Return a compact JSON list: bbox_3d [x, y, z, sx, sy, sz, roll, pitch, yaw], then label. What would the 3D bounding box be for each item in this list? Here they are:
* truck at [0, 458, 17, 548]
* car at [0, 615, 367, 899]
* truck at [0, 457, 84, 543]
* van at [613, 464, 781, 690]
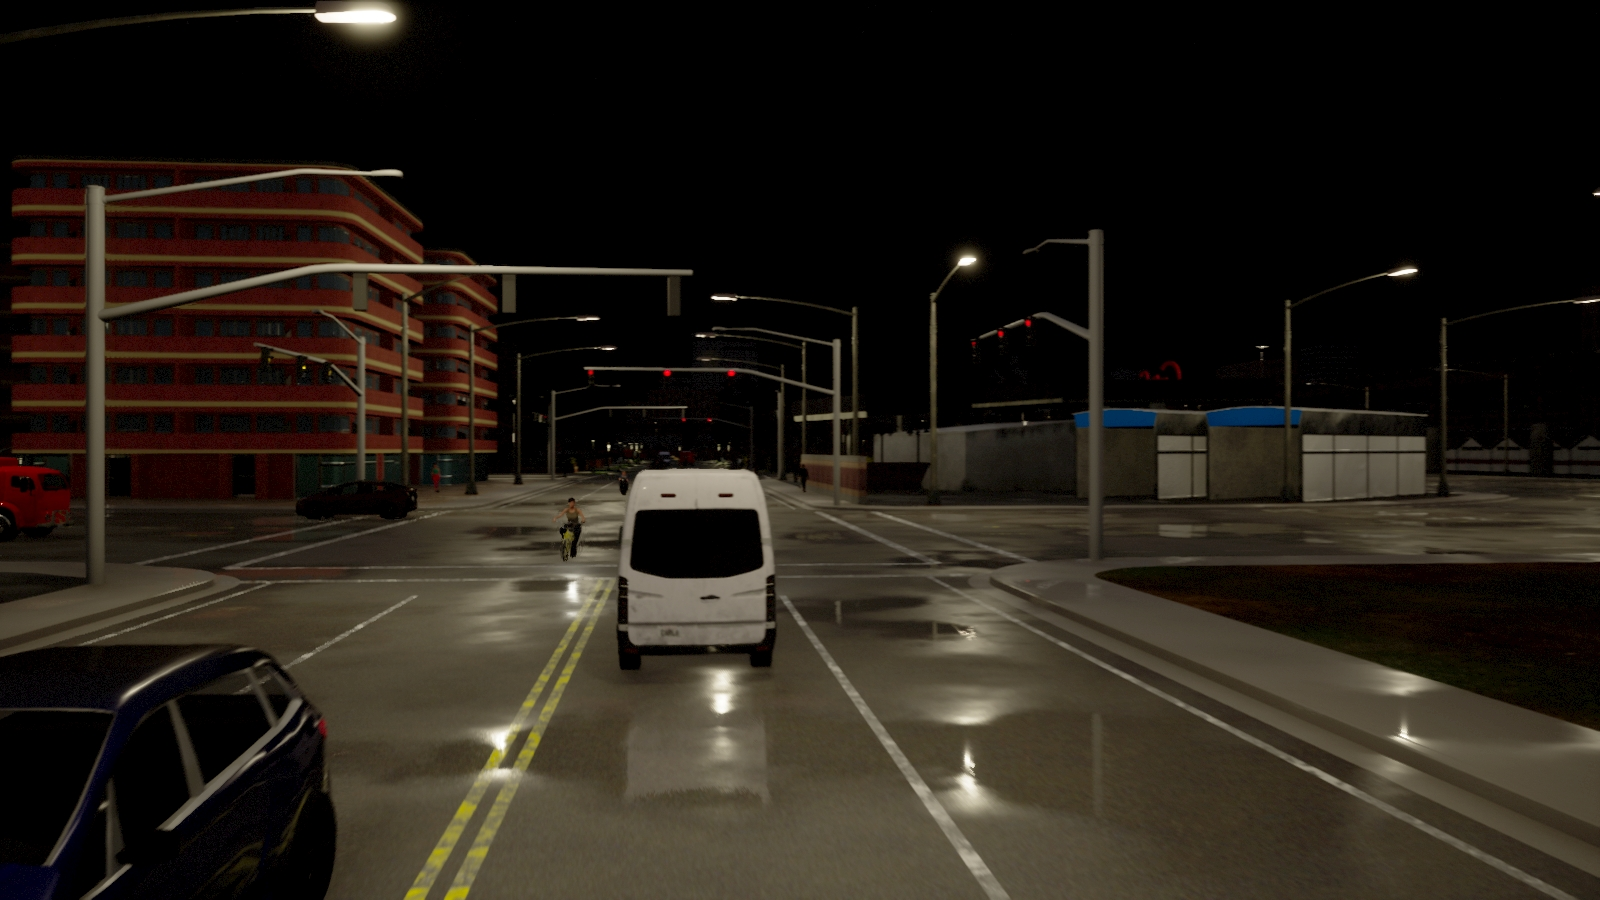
[{"bbox_3d":[-24.628,1.446,30.749,5.204,2.467,2.627,1,0,-5],"label":"truck"},{"bbox_3d":[-3.854,1.970,5.448,2.242,1.667,4.611,0,0,-6],"label":"car"},{"bbox_3d":[-24.911,1.443,34.252,5.204,2.467,2.627,1,0,-5],"label":"truck"},{"bbox_3d":[-1.523,1.537,16.496,1.988,2.561,5.915,0,0,-6],"label":"van"}]
